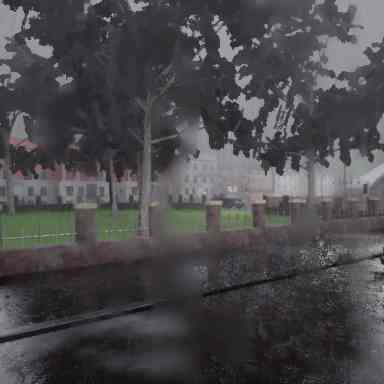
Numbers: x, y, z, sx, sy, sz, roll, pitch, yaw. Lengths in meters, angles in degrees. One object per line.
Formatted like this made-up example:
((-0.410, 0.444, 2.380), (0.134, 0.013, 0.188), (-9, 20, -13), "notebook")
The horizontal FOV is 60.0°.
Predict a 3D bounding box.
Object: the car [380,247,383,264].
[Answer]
((7.882, 1.547, 10.070), (5.357, 1.411, 2.033), (0, 0, -34), "car")

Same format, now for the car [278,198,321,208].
((11.885, 1.478, 36.856), (1.882, 1.535, 5.008), (0, 0, -35), "car")

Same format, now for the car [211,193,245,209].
((4.973, 1.224, 46.816), (2.150, 2.045, 5.566), (0, 0, -34), "car")
